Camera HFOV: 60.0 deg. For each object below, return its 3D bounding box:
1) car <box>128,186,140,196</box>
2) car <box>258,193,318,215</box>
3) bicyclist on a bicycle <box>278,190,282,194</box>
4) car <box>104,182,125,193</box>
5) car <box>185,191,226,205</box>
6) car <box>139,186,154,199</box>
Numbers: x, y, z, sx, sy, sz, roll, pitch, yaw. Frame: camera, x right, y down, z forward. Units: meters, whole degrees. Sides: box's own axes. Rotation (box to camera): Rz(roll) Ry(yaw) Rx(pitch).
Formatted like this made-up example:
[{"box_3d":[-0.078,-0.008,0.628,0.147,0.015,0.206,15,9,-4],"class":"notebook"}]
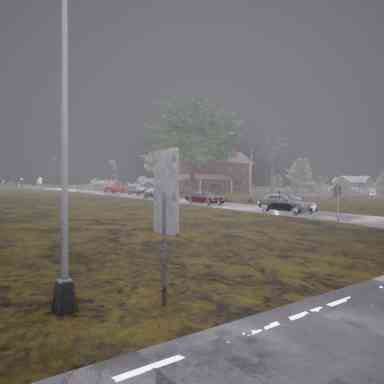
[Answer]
[{"box_3d":[-8.411,-0.187,52.569,1.812,1.442,4.674,0,2,-35],"class":"car"},{"box_3d":[7.295,0.895,25.724,2.128,1.511,4.902,0,2,-36],"class":"car"},{"box_3d":[8.891,0.664,33.763,1.656,1.620,0.582,0,2,-36],"class":"bicyclist on a bicycle"},{"box_3d":[-14.110,-0.818,60.409,2.150,2.045,5.566,0,2,-36],"class":"car"},{"box_3d":[1.306,0.625,34.060,1.895,1.301,4.718,0,2,-36],"class":"car"},{"box_3d":[-4.481,0.191,42.133,1.812,1.442,4.674,0,2,-36],"class":"car"}]
